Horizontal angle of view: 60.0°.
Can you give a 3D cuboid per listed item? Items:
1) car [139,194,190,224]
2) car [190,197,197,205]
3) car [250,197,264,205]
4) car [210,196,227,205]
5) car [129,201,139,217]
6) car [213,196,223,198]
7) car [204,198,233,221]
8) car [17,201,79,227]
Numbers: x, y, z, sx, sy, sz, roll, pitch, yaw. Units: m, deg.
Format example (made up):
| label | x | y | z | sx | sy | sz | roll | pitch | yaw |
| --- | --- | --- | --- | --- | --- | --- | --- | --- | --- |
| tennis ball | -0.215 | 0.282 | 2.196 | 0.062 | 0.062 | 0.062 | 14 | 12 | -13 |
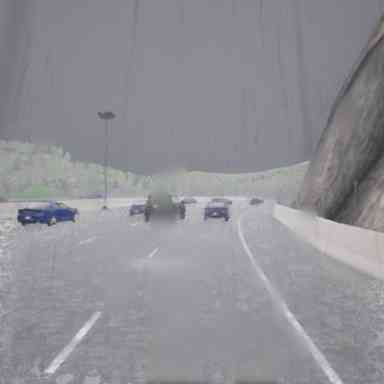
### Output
| label | x | y | z | sx | sy | sz | roll | pitch | yaw |
| --- | --- | --- | --- | --- | --- | --- | --- | --- | --- |
| car | -1.921 | 1.207 | 25.193 | 2.150 | 2.045 | 5.566 | 0 | 0 | 10 |
| car | -0.517 | 1.589 | 58.975 | 1.994 | 1.385 | 4.181 | 1 | 0 | 20 |
| car | 12.521 | 1.730 | 63.823 | 1.837 | 1.490 | 4.892 | 0 | -1 | 23 |
| car | 5.168 | 1.592 | 64.104 | 1.882 | 1.535 | 5.008 | 0 | 0 | 22 |
| car | -4.319 | 1.477 | 30.648 | 1.812 | 1.442 | 4.674 | 1 | 0 | 11 |
| car | 5.538 | 1.717 | 56.453 | 1.895 | 1.301 | 4.718 | 1 | 0 | 21 |
| car | 2.208 | 1.527 | 27.858 | 1.882 | 1.535 | 5.008 | 0 | 0 | 10 |
| car | -9.244 | 1.350 | 21.829 | 1.882 | 1.535 | 5.008 | 0 | 0 | 7 |
